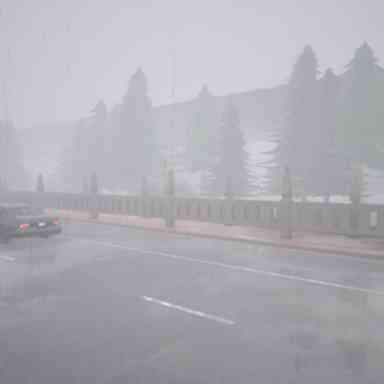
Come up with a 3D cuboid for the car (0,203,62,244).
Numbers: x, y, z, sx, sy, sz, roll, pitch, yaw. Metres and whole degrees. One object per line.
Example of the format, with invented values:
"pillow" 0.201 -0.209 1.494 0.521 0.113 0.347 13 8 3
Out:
"car" -7.588 1.178 13.767 5.357 1.411 2.033 2 1 36
